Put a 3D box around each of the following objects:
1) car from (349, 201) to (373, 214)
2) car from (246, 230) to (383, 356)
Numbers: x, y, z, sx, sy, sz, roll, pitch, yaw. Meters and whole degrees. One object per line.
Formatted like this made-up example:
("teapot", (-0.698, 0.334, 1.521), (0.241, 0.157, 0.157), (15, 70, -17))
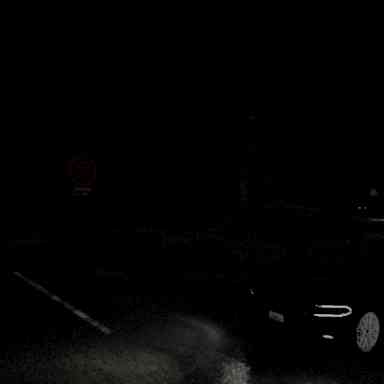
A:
("car", (18.266, 1.702, 37.704), (2.033, 1.411, 5.357), (1, 1, -2))
("car", (3.152, 1.561, 6.410), (5.008, 1.535, 1.882), (1, 0, -39))
